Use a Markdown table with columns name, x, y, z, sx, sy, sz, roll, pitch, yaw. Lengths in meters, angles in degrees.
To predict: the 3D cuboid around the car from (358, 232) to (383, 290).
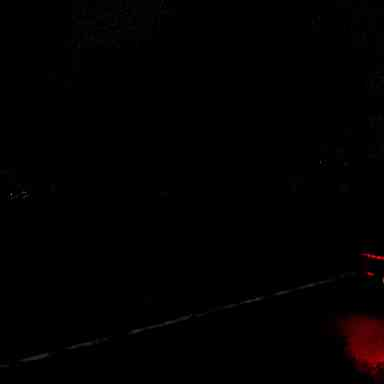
| name | x | y | z | sx | sy | sz | roll | pitch | yaw |
| --- | --- | --- | --- | --- | --- | --- | --- | --- | --- |
| car | 5.870 | 1.525 | 7.934 | 4.892 | 1.490 | 1.837 | 0 | 0 | -35 |
